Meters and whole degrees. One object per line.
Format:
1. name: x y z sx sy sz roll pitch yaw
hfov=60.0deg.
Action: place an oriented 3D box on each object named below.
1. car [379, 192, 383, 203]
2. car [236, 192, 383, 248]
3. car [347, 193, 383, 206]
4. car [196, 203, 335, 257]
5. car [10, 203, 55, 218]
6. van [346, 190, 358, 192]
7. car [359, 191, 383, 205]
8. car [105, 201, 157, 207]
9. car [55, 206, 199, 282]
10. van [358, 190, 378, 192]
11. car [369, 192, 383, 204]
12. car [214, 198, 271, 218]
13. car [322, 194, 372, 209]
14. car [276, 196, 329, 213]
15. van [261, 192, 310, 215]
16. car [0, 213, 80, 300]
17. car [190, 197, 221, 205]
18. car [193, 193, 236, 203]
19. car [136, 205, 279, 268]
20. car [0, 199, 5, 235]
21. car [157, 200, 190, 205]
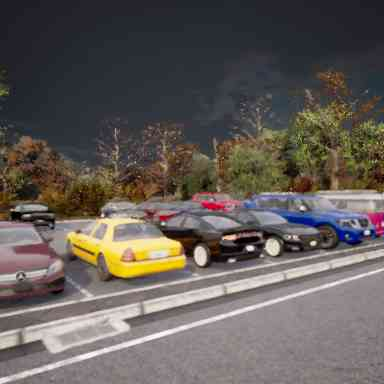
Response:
1. car: 29.714 0.785 47.422 2.097 1.535 5.008 -1 1 -35
2. car: 4.815 1.136 14.415 2.435 2.045 5.566 0 0 -35
3. car: 22.796 0.952 42.538 2.097 1.535 5.008 -1 1 -35
4. car: 2.487 1.393 12.812 2.097 1.535 5.008 0 0 -35
5. car: -9.511 1.403 19.726 2.097 1.535 5.008 0 0 -35
6. van: 15.909 0.891 37.815 1.878 1.987 4.442 -1 1 -35
7. car: 25.085 0.771 44.186 2.185 1.767 4.553 -1 1 -35
8. car: -4.802 1.393 23.064 2.231 1.521 4.892 0 0 -35
9. car: -2.233 1.402 9.700 1.946 1.575 5.366 0 0 -35
10. van: 20.526 0.779 41.070 1.878 1.987 4.442 -1 1 -35
11. car: 27.414 0.840 45.786 2.097 1.535 5.008 -1 1 -35
12. car: 4.340 1.364 29.502 2.097 1.535 5.008 0 0 -35
13. car: 18.284 1.062 39.355 2.231 1.521 4.892 -1 1 -35
14. car: 11.351 1.257 34.493 2.163 1.488 4.792 -2 1 -35
15. van: 9.125 1.058 32.738 1.878 1.987 4.442 -1 1 -35
16. car: -4.436 1.451 7.920 2.002 1.452 4.674 0 0 -35
17. car: -0.269 1.409 26.219 2.163 1.488 4.792 0 0 -35
18. car: 2.036 1.123 27.848 2.435 2.045 5.566 0 0 -35
19. car: 0.185 1.399 11.174 2.097 1.535 5.008 0 0 -35
20. car: -11.701 1.284 18.148 2.185 1.767 4.553 0 0 -35
21. car: -2.576 1.415 24.591 2.163 1.488 4.792 0 0 -35
